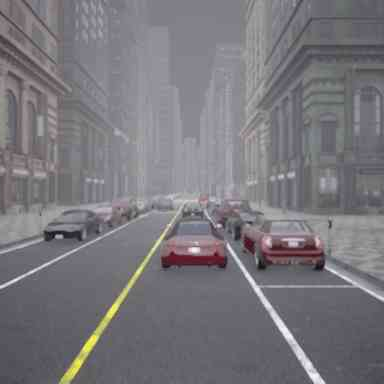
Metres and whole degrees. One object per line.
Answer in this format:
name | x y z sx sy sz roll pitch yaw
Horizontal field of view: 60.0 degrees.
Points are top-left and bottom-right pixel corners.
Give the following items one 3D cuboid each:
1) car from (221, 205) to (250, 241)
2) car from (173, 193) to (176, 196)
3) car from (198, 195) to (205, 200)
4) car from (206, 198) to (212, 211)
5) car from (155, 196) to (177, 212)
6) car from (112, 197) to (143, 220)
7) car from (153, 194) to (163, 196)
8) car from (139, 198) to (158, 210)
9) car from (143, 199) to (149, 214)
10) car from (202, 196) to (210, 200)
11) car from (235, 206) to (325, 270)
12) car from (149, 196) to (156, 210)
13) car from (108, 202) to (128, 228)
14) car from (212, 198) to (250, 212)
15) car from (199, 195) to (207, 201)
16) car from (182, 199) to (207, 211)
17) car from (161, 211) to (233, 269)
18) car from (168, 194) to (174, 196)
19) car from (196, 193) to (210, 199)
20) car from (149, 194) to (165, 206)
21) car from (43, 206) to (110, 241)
car | 2.763 1.566 16.604 1.947 1.339 4.313 0 0 0
car | -5.774 1.535 83.650 1.752 1.417 4.829 0 0 0
car | 2.750 1.557 95.034 1.887 1.381 4.507 0 0 0
car | 2.760 1.552 33.410 2.008 1.369 4.403 0 0 0
car | -3.100 1.508 39.780 1.837 1.490 4.892 0 0 0
car | -5.763 1.316 27.802 2.192 1.841 5.009 0 0 0
car | -5.768 1.443 50.210 1.967 1.590 4.097 0 0 0
car | -5.767 1.568 44.608 1.947 1.339 4.313 0 0 0
car | -5.765 1.527 33.235 1.752 1.417 4.829 0 0 0
car | 2.758 1.547 44.615 1.887 1.381 4.507 0 0 0
car | 2.764 1.440 11.002 1.967 1.590 4.097 0 0 0
car | -5.766 1.553 39.006 2.008 1.369 4.403 0 0 0
car | -5.764 1.582 22.200 1.802 1.307 4.206 0 0 0
car | 2.763 1.315 22.205 2.192 1.841 5.009 0 0 0
car | 2.752 1.535 84.000 1.752 1.417 4.829 0 0 0
car | 0.087 1.602 30.567 1.895 1.301 4.718 0 0 0
car | 0.077 1.564 11.166 1.994 1.385 4.181 0 0 0
car | -5.773 1.590 78.218 1.802 1.307 4.206 0 0 0
car | 2.383 1.233 66.335 2.150 2.045 5.566 0 0 0
car | -5.768 1.318 55.811 2.192 1.841 5.009 0 0 0
car | -5.763 1.566 16.599 1.947 1.339 4.313 0 0 0
